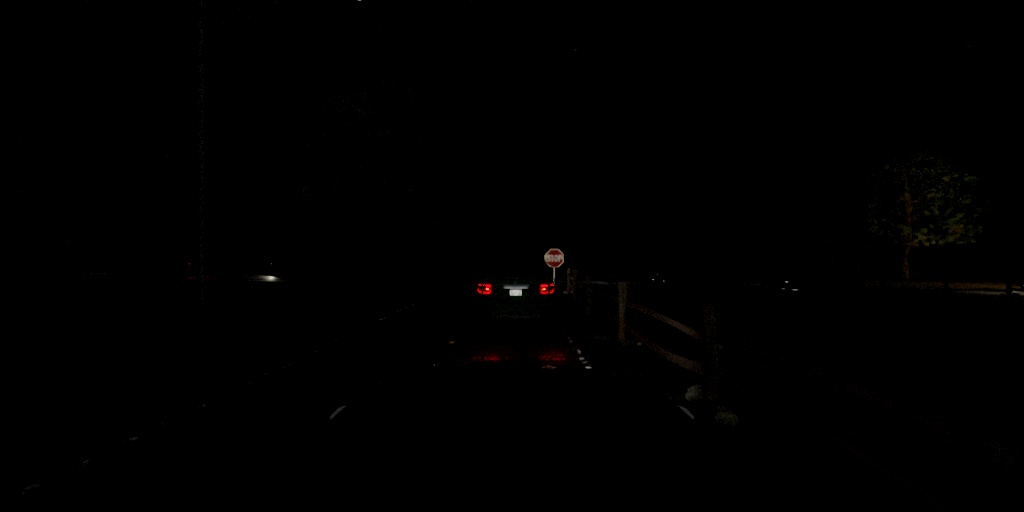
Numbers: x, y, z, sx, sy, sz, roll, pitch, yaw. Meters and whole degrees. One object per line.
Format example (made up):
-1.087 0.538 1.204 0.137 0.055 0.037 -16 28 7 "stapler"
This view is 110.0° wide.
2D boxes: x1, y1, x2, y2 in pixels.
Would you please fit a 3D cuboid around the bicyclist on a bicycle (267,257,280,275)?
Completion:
-21.992 0.902 33.092 0.582 1.620 1.656 1 0 2 "bicyclist on a bicycle"

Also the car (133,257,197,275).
-29.118 0.829 30.349 4.902 1.511 2.128 1 0 2 "car"

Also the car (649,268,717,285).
13.466 1.591 28.557 4.718 1.301 1.895 1 0 1 "car"

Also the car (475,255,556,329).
0.112 0.981 11.469 2.150 2.045 5.566 0 0 0 "car"

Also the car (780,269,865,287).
24.286 1.698 28.143 5.357 1.411 2.033 1 0 2 "car"

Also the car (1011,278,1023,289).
42.014 1.955 27.367 5.357 1.411 2.033 1 0 3 "car"
